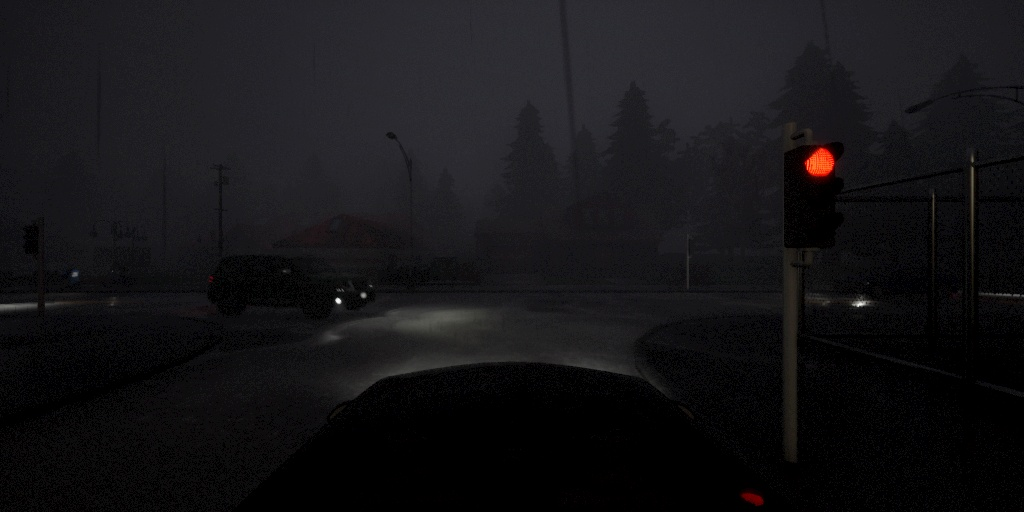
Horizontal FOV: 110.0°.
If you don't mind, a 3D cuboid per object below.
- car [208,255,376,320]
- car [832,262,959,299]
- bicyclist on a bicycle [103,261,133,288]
[{"bbox_3d":[-7.650,0.974,12.523,5.566,2.045,2.150,0,0,12],"label":"car"},{"bbox_3d":[18.727,1.228,17.646,5.008,1.535,1.882,0,0,0],"label":"car"},{"bbox_3d":[-23.979,1.098,21.830,0.582,1.620,1.656,0,0,0],"label":"bicyclist on a bicycle"}]
